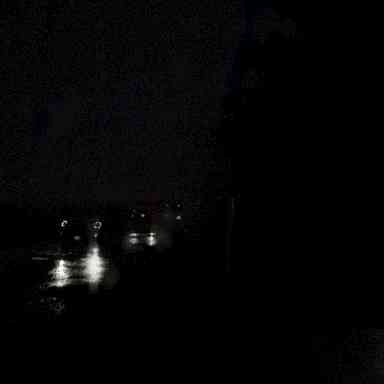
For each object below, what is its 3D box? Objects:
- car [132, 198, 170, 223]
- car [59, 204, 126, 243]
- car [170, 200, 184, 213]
[{"bbox_3d":[-3.781,1.569,29.990,2.150,2.045,5.566,2,0,5],"label":"car"},{"bbox_3d":[-4.925,1.508,17.101,2.097,1.767,4.553,3,-1,5],"label":"car"},{"bbox_3d":[-2.314,1.883,45.895,2.097,1.767,4.553,3,0,6],"label":"car"}]
